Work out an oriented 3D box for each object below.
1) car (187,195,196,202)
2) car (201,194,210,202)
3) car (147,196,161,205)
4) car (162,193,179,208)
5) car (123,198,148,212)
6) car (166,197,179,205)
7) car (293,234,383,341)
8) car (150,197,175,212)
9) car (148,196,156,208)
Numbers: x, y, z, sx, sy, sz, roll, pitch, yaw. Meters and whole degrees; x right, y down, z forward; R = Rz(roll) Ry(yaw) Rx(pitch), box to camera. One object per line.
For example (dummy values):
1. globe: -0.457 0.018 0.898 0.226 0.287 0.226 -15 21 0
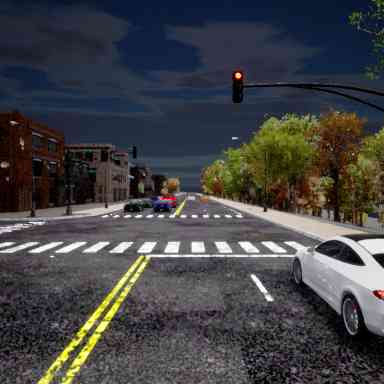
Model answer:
1. car: -0.098 1.517 78.864 1.812 1.442 4.674 0 0 0
2. car: 3.152 1.348 78.752 2.097 1.767 4.553 0 0 0
3. car: -6.628 1.519 58.244 1.812 1.442 4.674 0 0 0
4. car: -3.379 1.215 48.320 2.150 2.045 5.566 0 0 -1
5. car: -6.603 1.595 38.420 1.895 1.301 4.718 0 0 0
6. car: -3.379 1.557 58.370 1.994 1.385 4.181 0 0 0
7. car: 3.352 1.525 6.343 1.812 1.442 4.674 0 0 2
8. car: -3.353 1.595 38.429 1.895 1.301 4.718 0 0 0
9. car: -6.627 1.541 48.206 2.033 1.411 5.357 0 0 -1
